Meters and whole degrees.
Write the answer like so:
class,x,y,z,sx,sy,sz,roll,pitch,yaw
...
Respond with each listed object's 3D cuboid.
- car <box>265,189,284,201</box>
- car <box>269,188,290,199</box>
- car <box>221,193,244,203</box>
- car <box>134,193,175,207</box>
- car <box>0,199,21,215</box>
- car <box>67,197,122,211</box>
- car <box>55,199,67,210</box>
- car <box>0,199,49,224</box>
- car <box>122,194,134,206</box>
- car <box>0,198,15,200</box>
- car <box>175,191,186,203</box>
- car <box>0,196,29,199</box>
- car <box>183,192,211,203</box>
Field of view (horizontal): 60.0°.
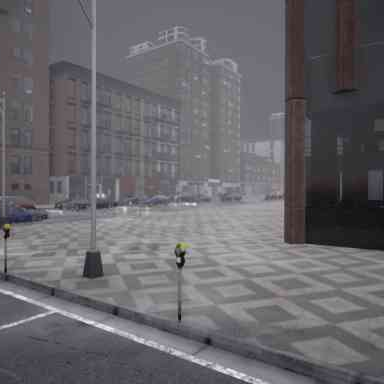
class,x,y,z,sx,sy,sz,roll,pitch,yaw
car,14.243,0.600,56.638,2.097,1.767,4.553,0,1,36
car,17.615,0.319,66.917,2.150,2.045,5.566,0,1,37
car,6.207,0.854,51.030,1.837,1.490,4.892,0,0,36
car,-4.695,1.047,41.765,1.812,1.442,4.674,0,1,36
car,-17.829,1.356,29.066,1.895,1.301,4.718,0,1,36
car,-10.001,1.248,34.388,1.895,1.301,4.718,0,1,36
car,-12.724,1.196,36.199,1.994,1.385,4.181,0,1,34
car,-11.718,1.401,20.524,2.033,1.411,5.357,0,1,36
car,-7.562,1.015,43.341,1.837,1.490,4.892,0,1,36
car,-14.839,1.396,21.751,2.033,1.411,5.357,0,1,36
car,-1.870,0.731,51.219,2.097,1.767,4.553,0,1,36
car,-15.246,1.125,27.090,2.097,1.767,4.553,0,1,36
car,1.128,0.952,49.808,1.994,1.385,4.181,0,1,36
